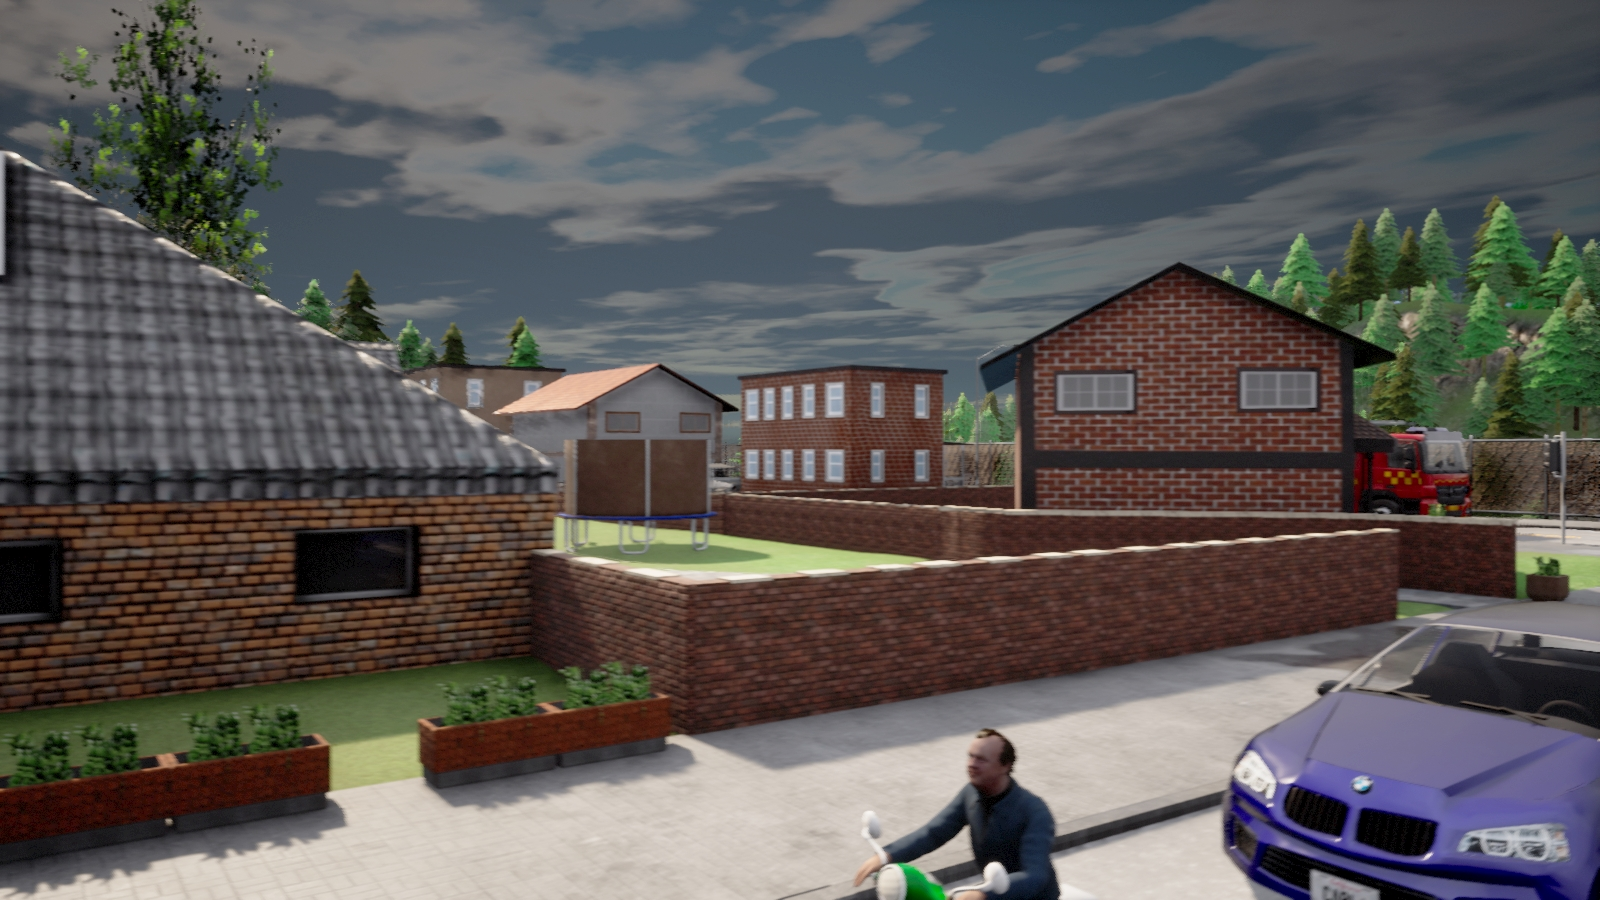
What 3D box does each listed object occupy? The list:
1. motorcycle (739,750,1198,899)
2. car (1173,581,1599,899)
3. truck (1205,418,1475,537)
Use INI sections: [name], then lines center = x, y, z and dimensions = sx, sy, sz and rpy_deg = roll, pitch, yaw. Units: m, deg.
[motorcycle]
center = 0.737, 2.141, 4.779
dimensions = 1.805, 1.316, 0.856
rpy_deg = 0, 0, -35
[car]
center = 4.896, 1.966, 7.643
dimensions = 4.611, 1.667, 2.242
rpy_deg = 0, 0, -35
[truck]
center = 19.141, 0.883, 41.134
dimensions = 2.891, 3.827, 8.468
rpy_deg = 0, 0, -35
